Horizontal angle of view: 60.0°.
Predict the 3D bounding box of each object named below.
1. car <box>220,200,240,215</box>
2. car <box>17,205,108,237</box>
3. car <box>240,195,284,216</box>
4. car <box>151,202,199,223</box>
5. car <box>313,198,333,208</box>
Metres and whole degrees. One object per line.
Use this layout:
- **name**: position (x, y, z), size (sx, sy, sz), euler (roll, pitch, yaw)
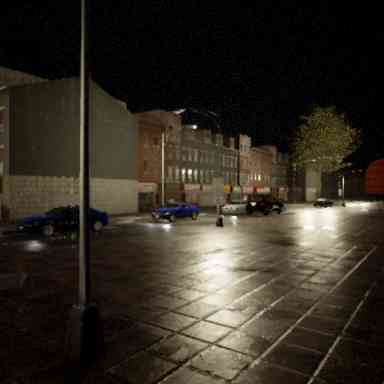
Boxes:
- **car**: position (4.724, 1.579, 34.850), size (1.812, 1.442, 4.674), euler (0, 0, 36)
- **car**: position (-6.995, 1.500, 18.495), size (1.882, 1.535, 5.008), euler (0, 0, 36)
- **car**: position (7.340, 1.294, 33.453), size (2.150, 2.045, 5.566), euler (0, 0, 36)
- **car**: position (-1.233, 1.562, 26.538), size (1.812, 1.442, 4.674), euler (0, 0, 36)
- **car**: position (20.418, 1.665, 51.725), size (2.033, 1.411, 5.357), euler (0, 0, 36)
